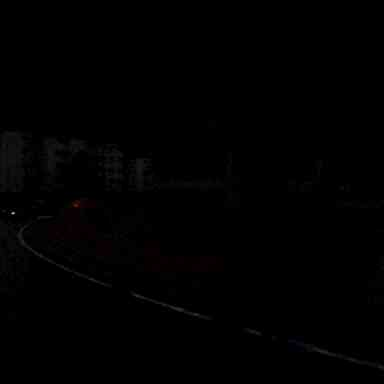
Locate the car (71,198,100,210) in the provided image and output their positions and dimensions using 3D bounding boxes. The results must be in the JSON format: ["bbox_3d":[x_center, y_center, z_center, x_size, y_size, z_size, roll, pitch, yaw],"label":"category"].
[{"bbox_3d":[-13.741,1.493,43.345,1.882,1.535,5.008,0,0,12],"label":"car"}]

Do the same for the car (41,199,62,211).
[{"bbox_3d":[-17.749,1.535,40.741,1.812,1.442,4.674,0,0,7],"label":"car"}]

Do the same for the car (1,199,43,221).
[{"bbox_3d":[-13.868,1.568,26.992,1.994,1.385,4.181,0,0,-13],"label":"car"}]
